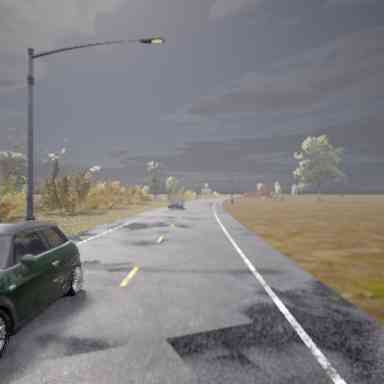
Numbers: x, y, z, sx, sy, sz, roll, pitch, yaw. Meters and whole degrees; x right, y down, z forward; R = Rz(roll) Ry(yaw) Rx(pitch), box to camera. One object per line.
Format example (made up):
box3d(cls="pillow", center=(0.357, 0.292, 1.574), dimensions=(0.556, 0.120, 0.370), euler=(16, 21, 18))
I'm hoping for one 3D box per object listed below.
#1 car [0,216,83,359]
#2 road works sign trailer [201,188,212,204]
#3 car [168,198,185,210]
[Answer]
box3d(cls="car", center=(-3.555, 1.382, 5.698), dimensions=(2.097, 1.767, 4.553), euler=(0, 0, 1))
box3d(cls="road works sign trailer", center=(3.153, 0.854, 72.578), dimensions=(2.380, 3.560, 2.880), euler=(0, 0, 5))
box3d(cls="car", center=(-2.200, 1.609, 47.362), dimensions=(2.097, 1.767, 4.553), euler=(0, 0, 3))
